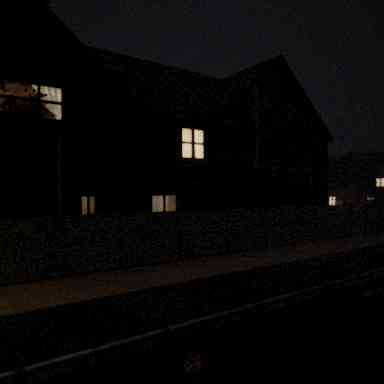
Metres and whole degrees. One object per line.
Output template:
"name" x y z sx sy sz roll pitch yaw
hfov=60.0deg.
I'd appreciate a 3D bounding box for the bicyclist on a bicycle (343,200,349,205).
"bicyclist on a bicycle" 16.767 1.644 36.307 1.656 1.620 0.582 -1 0 -36
